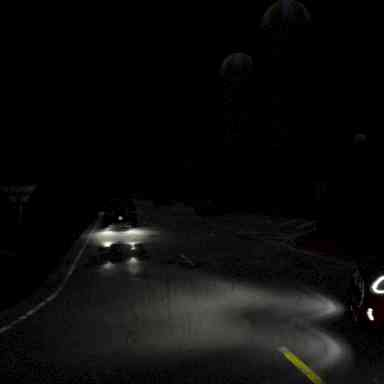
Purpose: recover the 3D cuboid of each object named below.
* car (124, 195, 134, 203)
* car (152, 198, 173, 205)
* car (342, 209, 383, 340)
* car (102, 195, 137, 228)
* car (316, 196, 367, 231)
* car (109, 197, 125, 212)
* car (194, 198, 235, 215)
[{"bbox_3d":[-16.560,1.872,87.234,2.150,2.045,5.566,-1,0,-13],"label":"car"},{"bbox_3d":[-5.823,1.885,66.123,4.181,1.381,1.994,-1,0,-14],"label":"car"},{"bbox_3d":[4.690,1.252,4.612,4.553,1.767,2.097,0,-1,21],"label":"car"},{"bbox_3d":[-5.198,1.331,23.880,2.150,2.045,5.566,-1,0,-13],"label":"car"},{"bbox_3d":[8.467,1.152,18.280,3.866,1.878,1.905,-1,0,-45],"label":"car"},{"bbox_3d":[-10.436,1.684,46.261,2.097,1.767,4.553,-1,0,-13],"label":"car"},{"bbox_3d":[2.282,1.487,34.123,3.988,1.617,1.851,-1,0,-14],"label":"car"}]
